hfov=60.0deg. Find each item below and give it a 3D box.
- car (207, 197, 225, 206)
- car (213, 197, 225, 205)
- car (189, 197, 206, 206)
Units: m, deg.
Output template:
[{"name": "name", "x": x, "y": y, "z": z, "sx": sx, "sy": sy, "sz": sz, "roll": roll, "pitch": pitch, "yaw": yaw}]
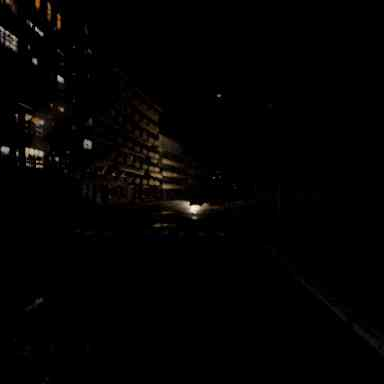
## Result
[{"name": "car", "x": 4.085, "y": 1.632, "z": 56.345, "sx": 1.837, "sy": 1.490, "sz": 4.892, "roll": 0, "pitch": 0, "yaw": 8}, {"name": "car", "x": 5.431, "y": 1.741, "z": 66.222, "sx": 1.994, "sy": 1.385, "sz": 4.181, "roll": 0, "pitch": 0, "yaw": 10}, {"name": "car", "x": 0.769, "y": 1.685, "z": 56.057, "sx": 1.994, "sy": 1.385, "sz": 4.181, "roll": 0, "pitch": 0, "yaw": 8}]
